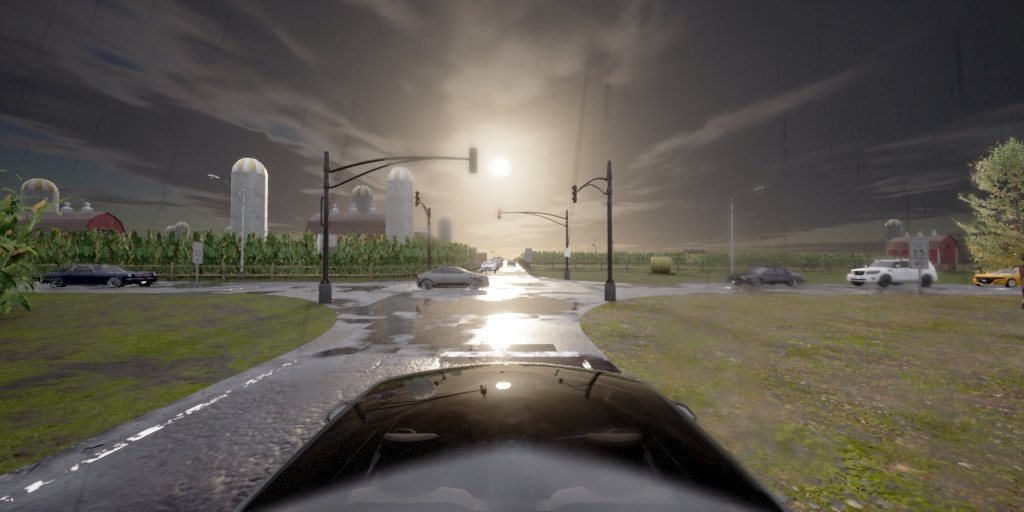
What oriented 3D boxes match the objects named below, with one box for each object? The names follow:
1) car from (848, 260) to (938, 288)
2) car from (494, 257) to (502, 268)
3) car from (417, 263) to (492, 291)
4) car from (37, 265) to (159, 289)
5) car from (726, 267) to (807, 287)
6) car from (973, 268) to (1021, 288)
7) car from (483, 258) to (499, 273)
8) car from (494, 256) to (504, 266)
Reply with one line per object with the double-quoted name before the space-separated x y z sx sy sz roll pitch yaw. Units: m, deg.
"car" 28.655 1.291 27.050 5.566 2.045 2.150 1 -1 -4
"car" -2.883 1.325 52.563 1.812 1.442 4.674 0 0 0
"car" -3.414 1.281 21.087 4.181 1.385 1.994 0 0 -4
"car" -22.804 1.140 19.937 4.718 1.301 1.895 0 -1 -3
"car" 18.670 1.525 26.339 5.357 1.411 2.033 1 -1 -8
"car" 38.836 1.645 27.806 5.008 1.535 1.882 1 -1 -5
"car" -2.827 1.312 43.405 1.812 1.442 4.674 0 0 -1
"car" -2.904 1.295 62.584 1.882 1.535 5.008 0 0 0
